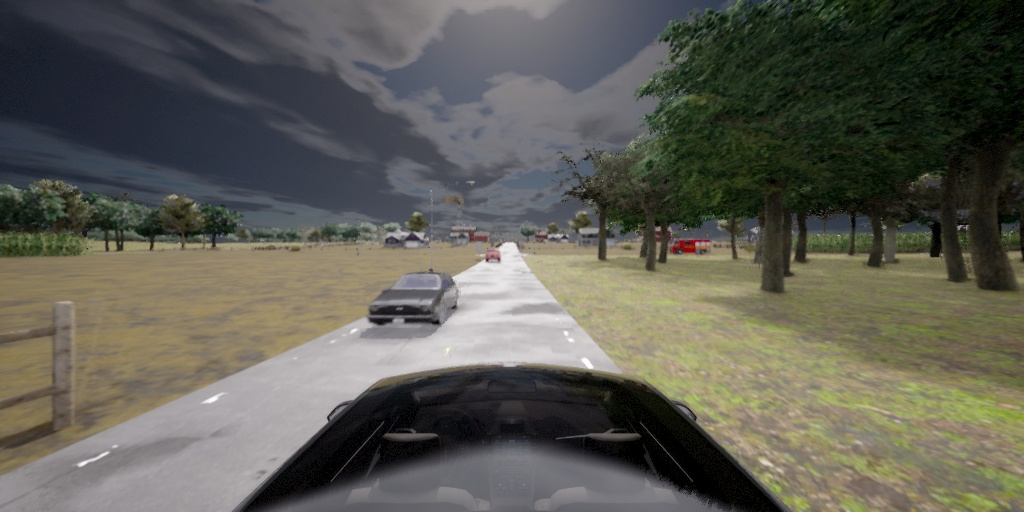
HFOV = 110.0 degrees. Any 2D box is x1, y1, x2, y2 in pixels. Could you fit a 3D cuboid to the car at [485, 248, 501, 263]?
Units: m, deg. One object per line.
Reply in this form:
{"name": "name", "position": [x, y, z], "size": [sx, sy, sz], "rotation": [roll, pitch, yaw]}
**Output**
{"name": "car", "position": [-2.815, -0.148, 53.801], "size": [2.150, 2.045, 5.566], "rotation": [0, 2, 0]}

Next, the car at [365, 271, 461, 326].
{"name": "car", "position": [-2.852, 1.222, 11.684], "size": [2.033, 1.411, 5.357], "rotation": [0, 1, 0]}
